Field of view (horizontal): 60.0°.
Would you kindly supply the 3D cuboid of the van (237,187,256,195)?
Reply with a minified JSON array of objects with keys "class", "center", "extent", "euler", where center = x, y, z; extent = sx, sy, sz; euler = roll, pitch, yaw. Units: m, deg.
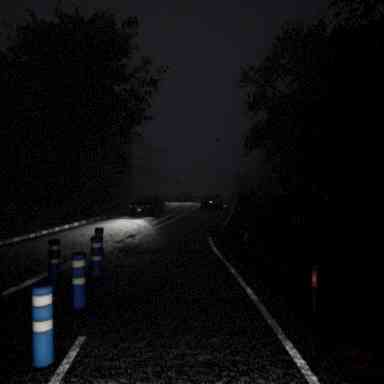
[{"class":"van","center":[13.640,-0.219,83.276],"extent":[4.442,1.987,1.878],"euler":[1,0,-14]}]

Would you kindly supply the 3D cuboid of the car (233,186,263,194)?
[{"class":"car","center":[12.360,-0.229,71.476],"extent":[5.566,2.045,2.435],"euler":[1,0,-14]}]

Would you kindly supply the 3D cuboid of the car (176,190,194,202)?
[{"class":"car","center":[-0.898,0.501,43.277],"extent":[1.812,1.442,4.674],"euler":[0,2,8]}]

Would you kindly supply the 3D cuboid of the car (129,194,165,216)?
[{"class":"car","center":[-3.353,0.917,25.510],"extent":[2.128,1.511,4.902],"euler":[0,2,8]}]

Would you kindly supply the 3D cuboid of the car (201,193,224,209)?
[{"class":"car","center":[1.943,0.814,31.556],"extent":[1.994,1.385,4.181],"euler":[0,2,7]}]
